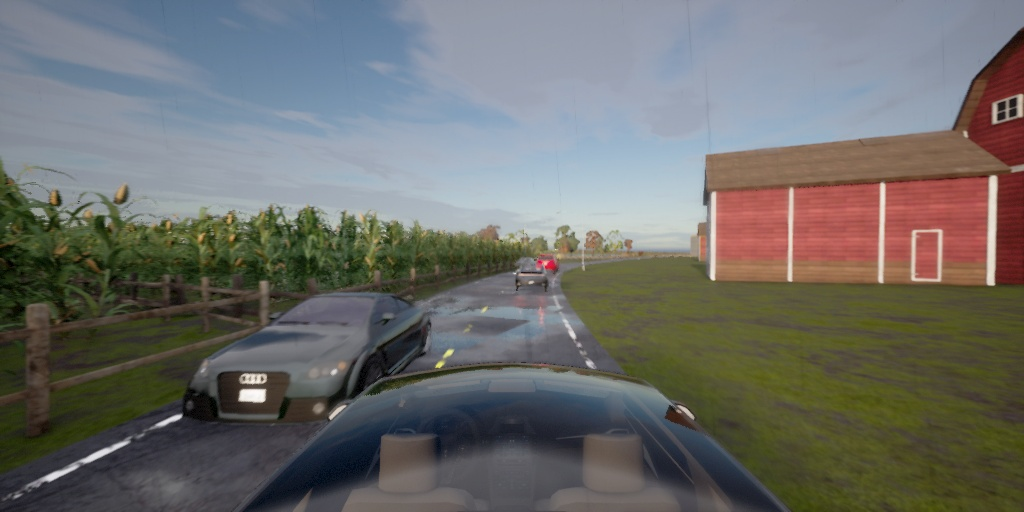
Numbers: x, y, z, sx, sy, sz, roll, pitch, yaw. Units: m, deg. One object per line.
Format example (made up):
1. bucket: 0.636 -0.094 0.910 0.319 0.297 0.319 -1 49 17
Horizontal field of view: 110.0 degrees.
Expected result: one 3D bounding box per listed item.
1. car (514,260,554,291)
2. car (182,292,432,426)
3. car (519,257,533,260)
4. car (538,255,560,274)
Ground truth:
1. car: 1.257 1.200 21.417 2.128 1.511 4.902 0 0 6
2. car: -2.692 1.300 5.810 1.994 1.385 4.181 0 0 2
3. car: 1.594 0.969 42.532 2.097 1.767 4.553 1 1 12
4. car: 4.030 0.869 39.919 2.150 2.045 5.566 0 0 11
